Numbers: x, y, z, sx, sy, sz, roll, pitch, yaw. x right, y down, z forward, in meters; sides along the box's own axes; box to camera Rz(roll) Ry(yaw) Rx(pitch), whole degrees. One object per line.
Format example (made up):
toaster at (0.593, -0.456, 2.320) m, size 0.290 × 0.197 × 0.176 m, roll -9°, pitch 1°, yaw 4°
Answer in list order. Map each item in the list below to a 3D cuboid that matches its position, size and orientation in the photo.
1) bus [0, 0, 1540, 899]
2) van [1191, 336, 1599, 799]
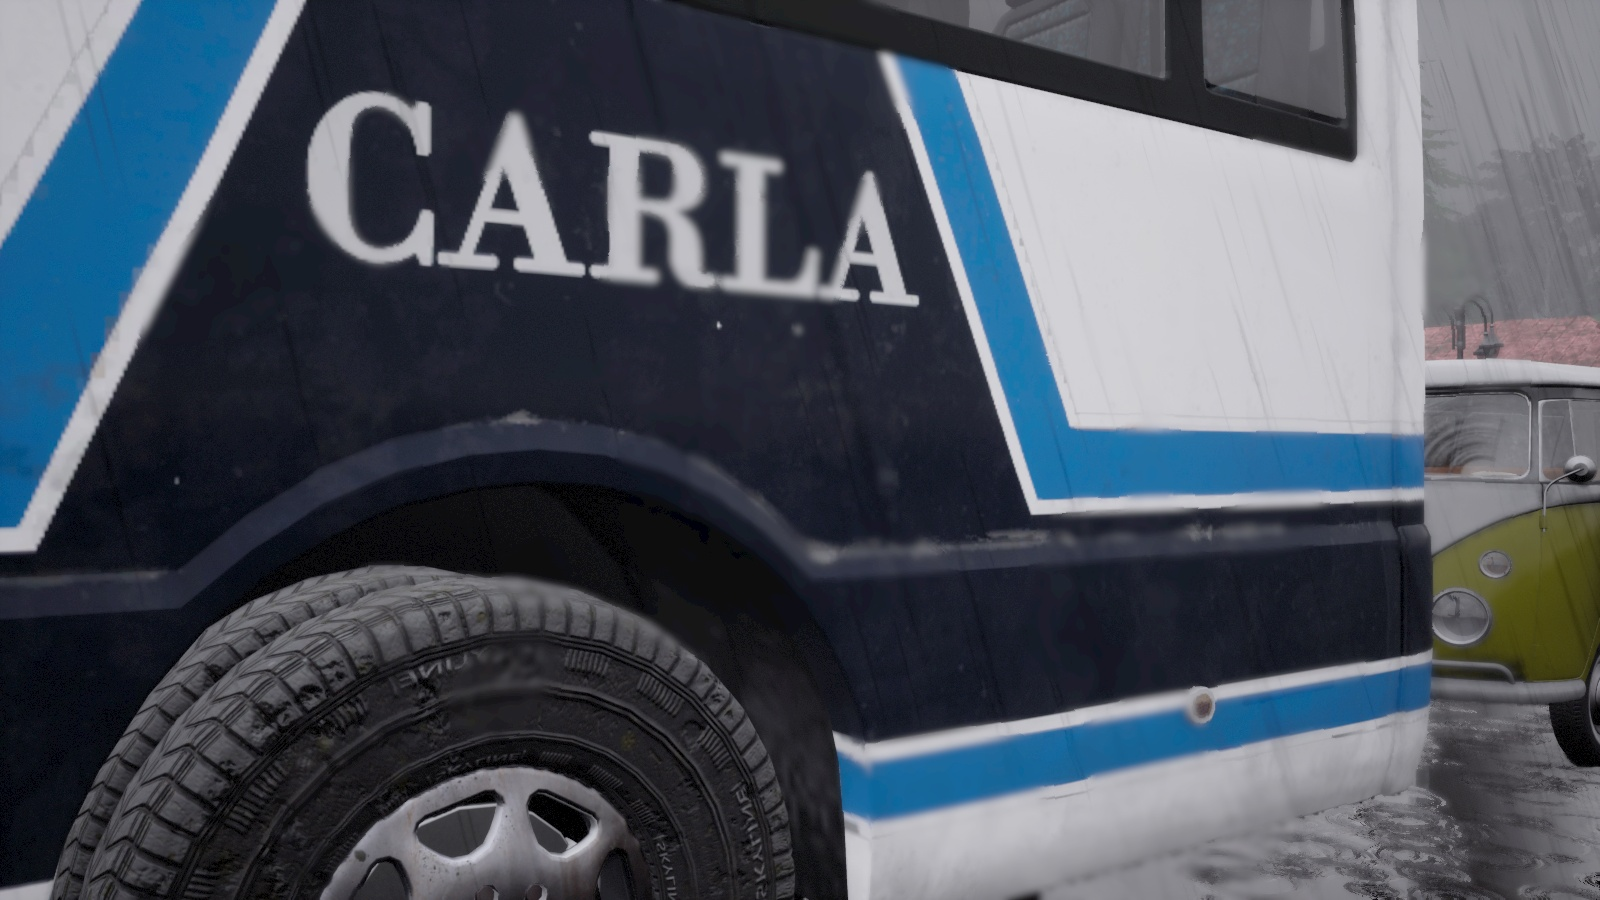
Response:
bus at (-3.492, -0.620, 1.849) m, size 10.273 × 4.253 × 3.944 m, roll 0°, pitch 0°, yaw -35°
van at (4.460, 0.506, 7.382) m, size 4.442 × 1.987 × 1.775 m, roll 0°, pitch 0°, yaw -35°
